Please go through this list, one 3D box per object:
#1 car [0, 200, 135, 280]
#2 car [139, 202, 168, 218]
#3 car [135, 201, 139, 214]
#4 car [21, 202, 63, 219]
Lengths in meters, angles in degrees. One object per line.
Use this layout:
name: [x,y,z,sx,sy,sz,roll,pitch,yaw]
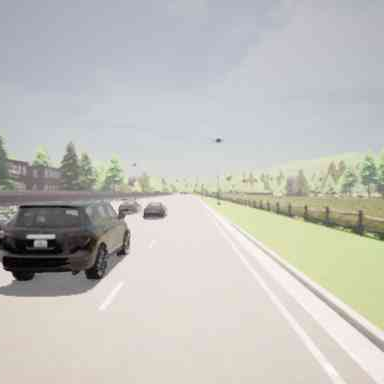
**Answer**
car: [-3.401,1.247,10.153,2.150,2.045,5.566,0,0,0]
car: [-3.402,1.640,31.295,1.994,1.385,4.181,0,0,0]
car: [-6.904,1.638,37.457,2.033,1.411,5.357,0,0,0]
car: [-13.900,1.639,31.124,1.994,1.385,4.181,0,0,0]
